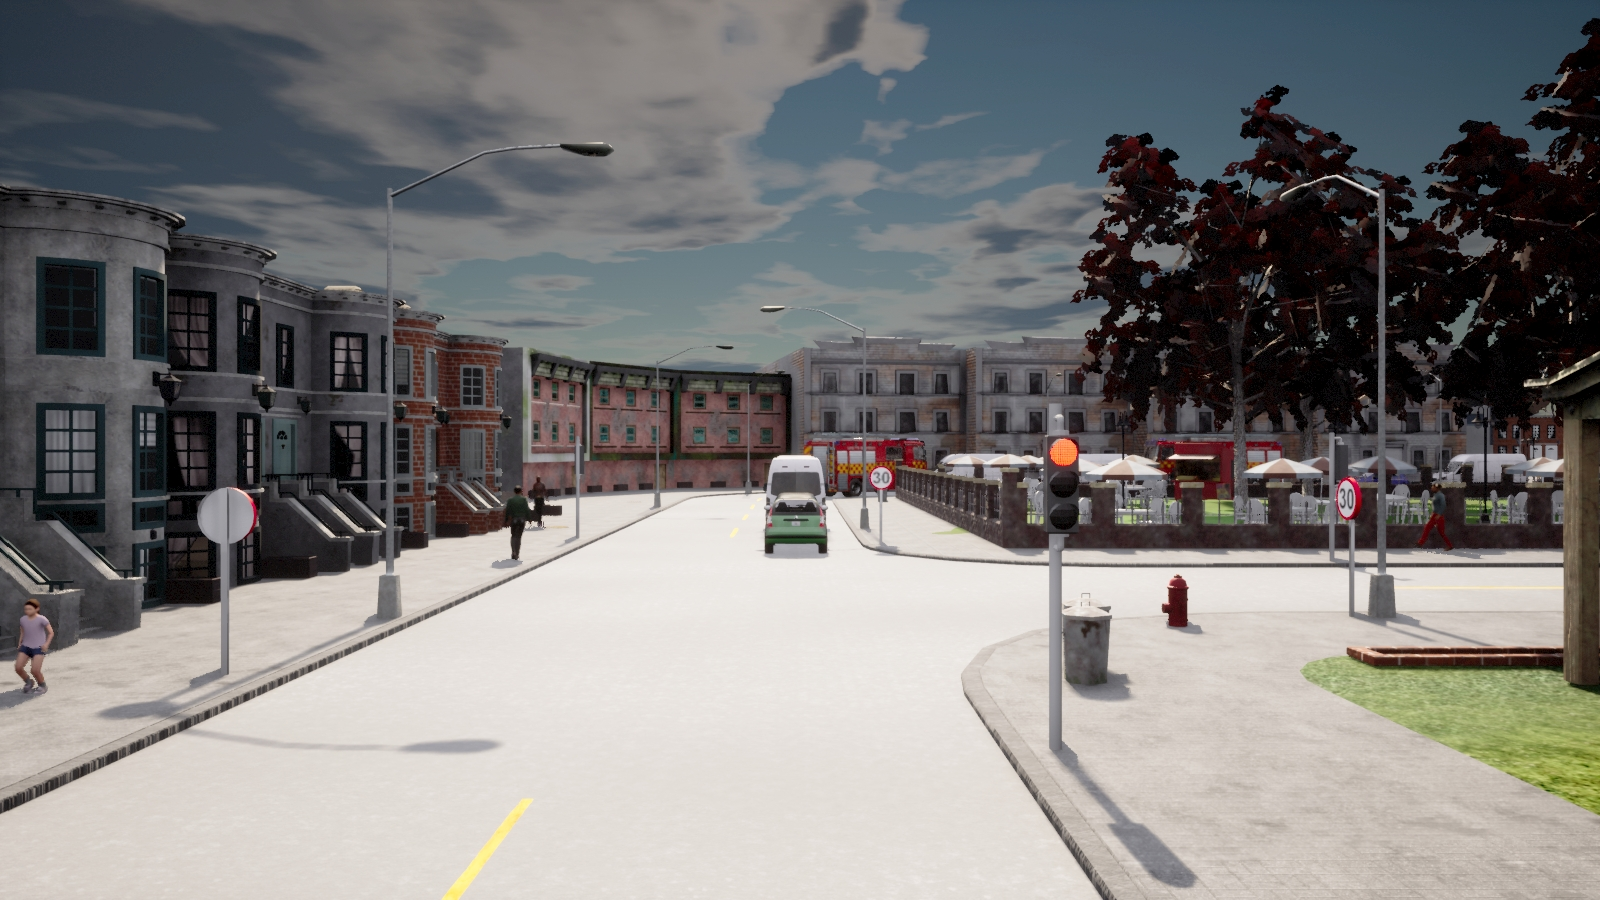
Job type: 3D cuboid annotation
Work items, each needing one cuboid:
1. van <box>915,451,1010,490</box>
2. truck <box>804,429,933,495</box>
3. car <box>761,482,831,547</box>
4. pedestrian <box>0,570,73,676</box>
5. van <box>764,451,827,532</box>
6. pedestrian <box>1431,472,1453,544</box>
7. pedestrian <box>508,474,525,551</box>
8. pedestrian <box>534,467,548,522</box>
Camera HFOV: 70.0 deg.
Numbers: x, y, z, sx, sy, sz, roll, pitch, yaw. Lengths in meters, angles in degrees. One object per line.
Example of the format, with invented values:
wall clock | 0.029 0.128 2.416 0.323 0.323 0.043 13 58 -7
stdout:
van | 10.550 1.314 74.428 5.915 2.561 1.988 0 0 0
truck | 4.295 0.672 70.228 8.468 3.827 2.891 0 0 -43
car | -0.119 1.779 32.373 1.851 1.617 3.988 0 0 0
pedestrian | -8.465 1.904 12.674 0.500 1.100 0.500 0 0 -2
van | -0.147 1.315 39.074 1.988 2.561 5.915 0 0 0
pedestrian | 16.835 1.517 29.963 0.375 1.860 0.375 0 0 1
pedestrian | -6.902 1.524 27.851 0.375 1.860 0.375 0 0 -10
pedestrian | -8.922 1.524 39.347 0.375 1.860 0.375 0 0 6
